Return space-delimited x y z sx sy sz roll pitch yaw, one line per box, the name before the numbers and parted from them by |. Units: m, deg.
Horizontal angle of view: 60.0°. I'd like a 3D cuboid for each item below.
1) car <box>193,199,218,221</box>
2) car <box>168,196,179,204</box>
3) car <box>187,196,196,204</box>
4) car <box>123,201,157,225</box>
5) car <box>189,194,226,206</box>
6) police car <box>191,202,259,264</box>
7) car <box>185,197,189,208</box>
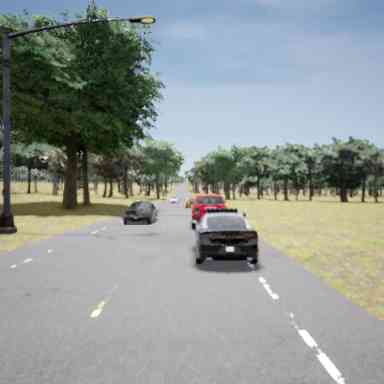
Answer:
car | 1.048 1.412 27.667 1.882 1.535 5.008 0 0 0
car | -3.585 1.581 64.981 1.812 1.442 4.674 0 0 0
car | -0.083 1.603 66.881 1.812 1.442 4.674 0 0 0
car | -3.600 1.407 23.793 1.882 1.535 5.008 0 0 0
car | 1.048 1.153 21.693 2.150 2.045 5.566 0 0 0
police car | 1.049 1.369 11.770 1.930 1.638 5.238 0 0 0
car | 0.012 1.468 48.710 1.882 1.535 5.008 0 0 0
